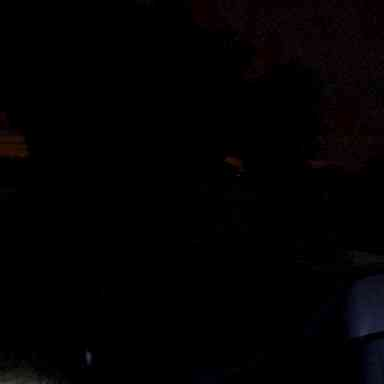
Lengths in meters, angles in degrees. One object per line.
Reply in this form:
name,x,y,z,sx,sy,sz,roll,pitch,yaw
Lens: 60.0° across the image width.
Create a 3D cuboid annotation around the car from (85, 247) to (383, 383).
car,1.619,1.440,3.903,5.357,1.411,2.033,0,2,-24
